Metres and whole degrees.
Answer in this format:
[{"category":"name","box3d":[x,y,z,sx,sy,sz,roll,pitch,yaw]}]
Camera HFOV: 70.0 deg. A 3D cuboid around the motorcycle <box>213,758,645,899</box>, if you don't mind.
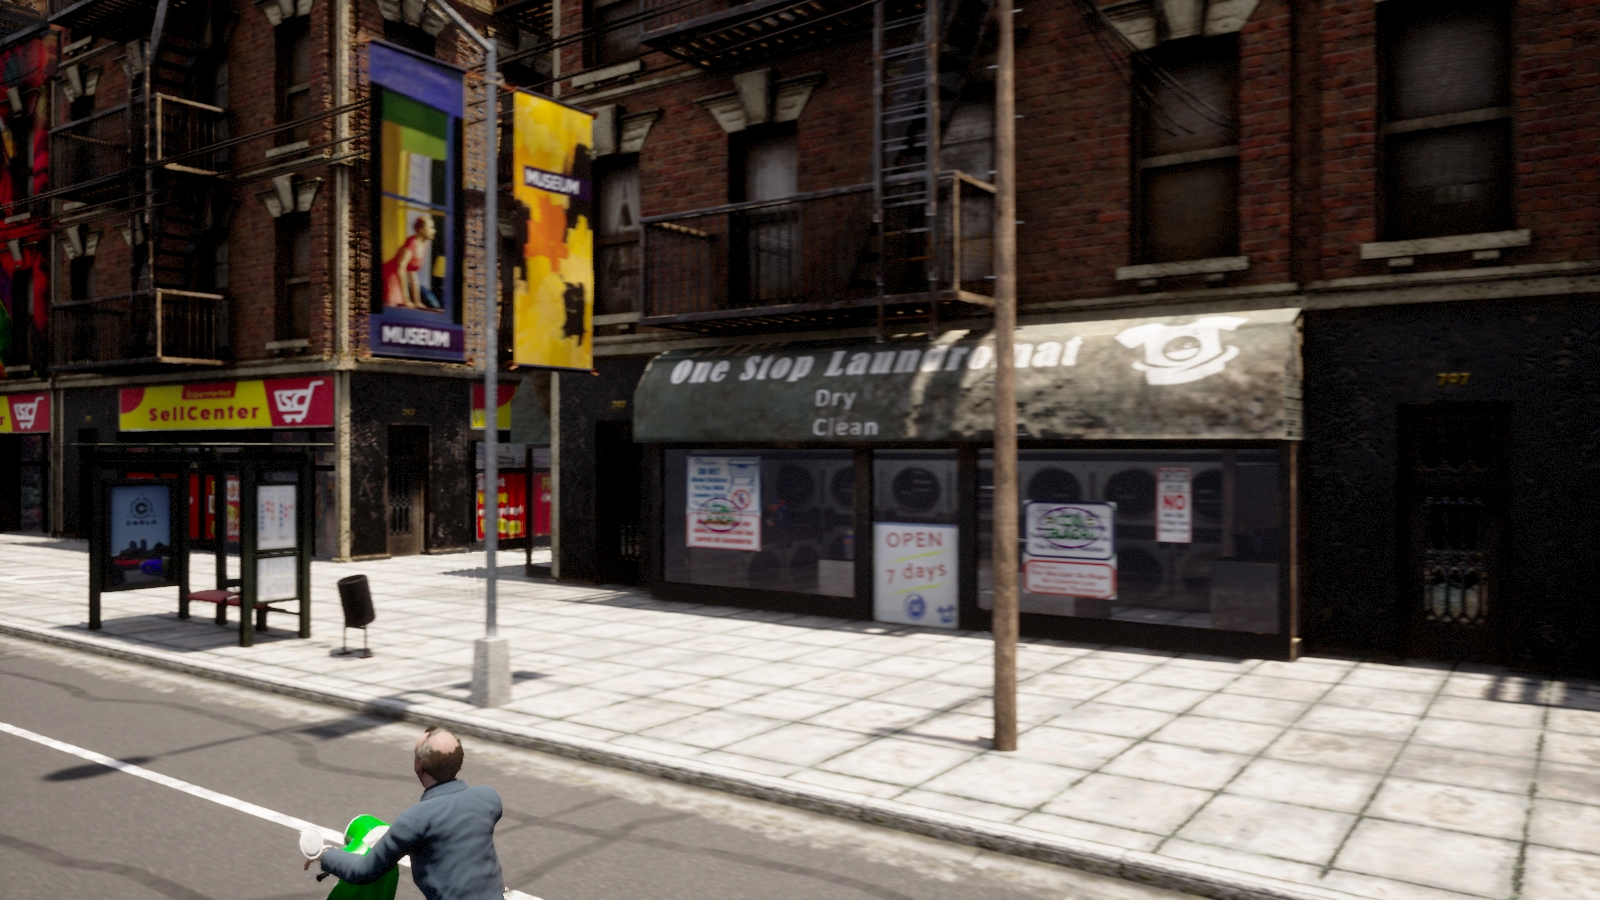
[{"category":"motorcycle","box3d":[-1.631,2.182,4.926,1.805,1.236,0.856,0,0,35]}]
